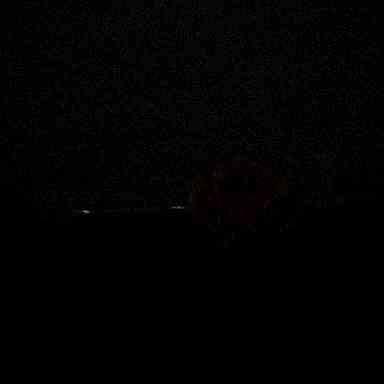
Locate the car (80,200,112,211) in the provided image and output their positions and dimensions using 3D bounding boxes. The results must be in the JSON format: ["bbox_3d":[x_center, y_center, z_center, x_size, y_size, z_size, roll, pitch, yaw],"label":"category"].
[{"bbox_3d":[-13.952,1.905,48.450,1.837,1.490,4.892,-1,0,36],"label":"car"}]

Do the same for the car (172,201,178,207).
[{"bbox_3d":[-1.828,2.136,65.159,1.837,1.490,4.892,-1,-2,36],"label":"car"}]

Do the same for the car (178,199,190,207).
[{"bbox_3d":[0.138,2.056,61.812,1.837,1.490,4.892,-1,-1,36],"label":"car"}]
